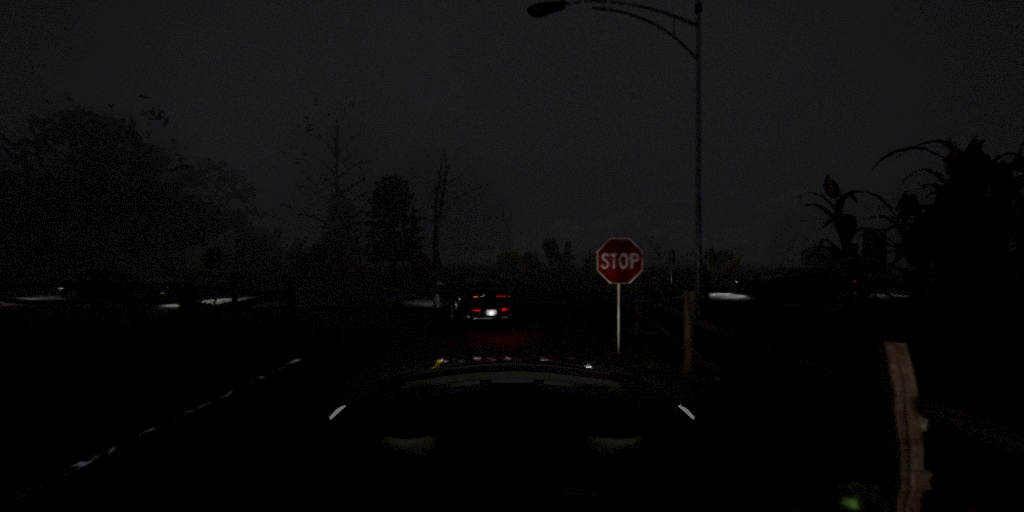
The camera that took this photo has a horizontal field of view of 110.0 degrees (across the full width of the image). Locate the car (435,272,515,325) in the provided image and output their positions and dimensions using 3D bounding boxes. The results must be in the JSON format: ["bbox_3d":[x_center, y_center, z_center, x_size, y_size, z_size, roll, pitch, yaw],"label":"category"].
[{"bbox_3d":[-1.363,1.257,11.996,1.837,1.490,4.892,1,0,-19],"label":"car"}]

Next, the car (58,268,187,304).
[{"bbox_3d":[-17.132,1.283,16.026,4.892,1.490,1.837,0,0,1],"label":"car"}]

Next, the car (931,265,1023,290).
[{"bbox_3d":[24.654,1.171,18.402,5.008,1.535,1.882,0,0,1],"label":"car"}]

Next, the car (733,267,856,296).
[{"bbox_3d":[14.570,1.266,18.542,5.357,1.411,2.033,0,0,1],"label":"car"}]

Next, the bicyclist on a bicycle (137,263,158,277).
[{"bbox_3d":[-22.423,1.243,22.072,0.582,1.620,1.656,0,0,1],"label":"bicyclist on a bicycle"}]
